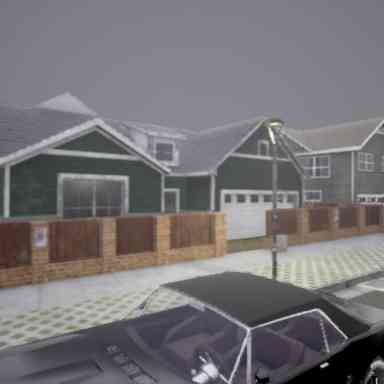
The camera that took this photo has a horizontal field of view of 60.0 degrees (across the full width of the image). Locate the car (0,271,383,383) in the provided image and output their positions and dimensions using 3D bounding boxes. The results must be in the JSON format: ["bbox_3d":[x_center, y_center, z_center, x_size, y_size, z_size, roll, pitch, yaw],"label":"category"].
[{"bbox_3d":[0.148,1.602,3.168,4.718,1.301,1.895,0,0,-35],"label":"car"}]
